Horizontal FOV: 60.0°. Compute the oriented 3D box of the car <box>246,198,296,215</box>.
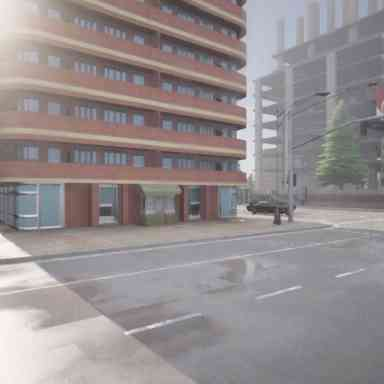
[{"bbox_3d":[7.662,1.601,32.699,1.895,1.301,4.718,0,0,-36],"label":"car"}]

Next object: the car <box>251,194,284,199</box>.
[{"bbox_3d":[8.819,1.222,37.042,2.150,2.045,5.566,0,0,-36],"label":"car"}]
